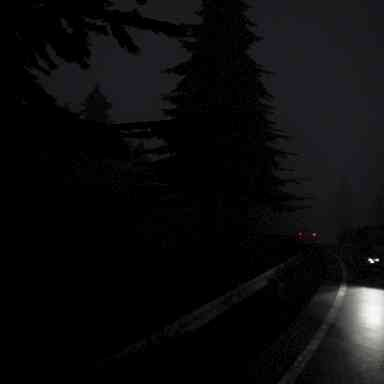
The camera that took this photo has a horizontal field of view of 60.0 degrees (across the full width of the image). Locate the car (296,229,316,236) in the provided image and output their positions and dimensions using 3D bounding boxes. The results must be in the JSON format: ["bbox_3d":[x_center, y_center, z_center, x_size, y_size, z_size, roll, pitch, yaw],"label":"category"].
[{"bbox_3d":[13.961,5.324,40.919,2.097,1.767,4.553,3,-7,14],"label":"car"}]

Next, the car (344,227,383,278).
[{"bbox_3d":[6.220,1.841,10.640,2.033,1.411,5.357,2,-2,23],"label":"car"}]

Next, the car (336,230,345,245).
[{"bbox_3d":[12.113,3.263,24.105,1.994,1.385,4.181,3,-6,2],"label":"car"}]
